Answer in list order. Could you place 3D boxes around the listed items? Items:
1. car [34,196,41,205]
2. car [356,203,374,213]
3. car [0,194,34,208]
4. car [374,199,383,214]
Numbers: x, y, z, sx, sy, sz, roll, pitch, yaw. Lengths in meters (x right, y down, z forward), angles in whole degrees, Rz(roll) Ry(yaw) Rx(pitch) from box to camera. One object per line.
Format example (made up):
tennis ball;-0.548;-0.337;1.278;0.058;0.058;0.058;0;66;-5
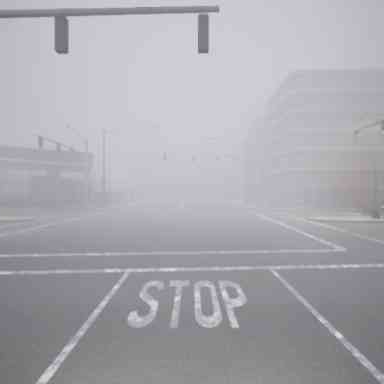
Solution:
car;-24.057;1.268;48.133;3.806;1.475;1.970;0;0;1
car;19.088;1.420;32.461;5.357;1.411;2.033;0;0;0
car;-23.337;1.130;42.382;4.611;1.667;2.242;0;0;1
car;19.064;1.364;28.961;5.008;1.535;1.882;0;0;0
